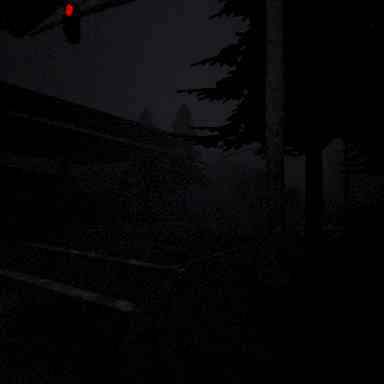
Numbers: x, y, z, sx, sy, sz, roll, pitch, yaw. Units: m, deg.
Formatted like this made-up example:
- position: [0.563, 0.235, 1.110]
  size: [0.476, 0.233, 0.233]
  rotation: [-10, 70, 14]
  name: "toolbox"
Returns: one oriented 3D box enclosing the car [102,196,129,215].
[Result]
- position: [-7.200, 1.297, 33.247]
  size: [3.866, 1.878, 1.905]
  rotation: [0, 0, 36]
  name: "car"
